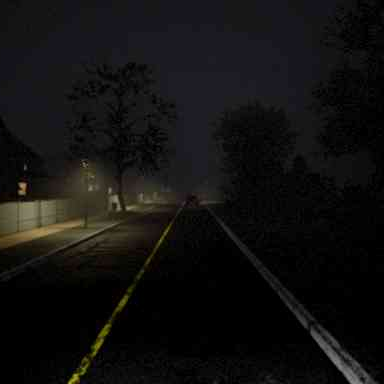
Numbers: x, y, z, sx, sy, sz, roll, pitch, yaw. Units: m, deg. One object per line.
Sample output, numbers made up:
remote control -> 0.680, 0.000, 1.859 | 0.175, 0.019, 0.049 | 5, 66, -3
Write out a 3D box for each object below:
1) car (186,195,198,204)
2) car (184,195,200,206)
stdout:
car -> -0.015, 1.205, 57.233 | 1.994, 1.385, 4.181 | 0, 0, 0
car -> -0.012, 1.209, 46.803 | 1.837, 1.490, 4.892 | 0, 0, 0
